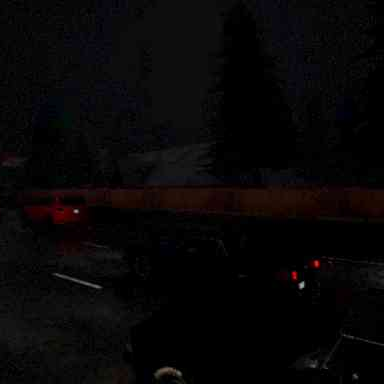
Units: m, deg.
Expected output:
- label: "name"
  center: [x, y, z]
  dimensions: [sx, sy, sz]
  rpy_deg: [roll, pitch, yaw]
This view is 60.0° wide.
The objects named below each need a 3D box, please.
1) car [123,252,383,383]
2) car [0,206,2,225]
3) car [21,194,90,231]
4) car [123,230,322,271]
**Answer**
- label: "car"
  center: [1.604, 1.605, 2.910]
  dimensions: [4.718, 1.301, 1.895]
  rpy_deg: [0, 0, 36]
- label: "car"
  center: [-13.451, 1.134, 20.330]
  dimensions: [5.566, 2.045, 2.150]
  rpy_deg: [0, 0, 45]
- label: "car"
  center: [-8.382, 1.157, 20.289]
  dimensions: [5.566, 2.045, 2.150]
  rpy_deg: [0, 0, 43]
- label: "car"
  center: [0.494, 1.592, 8.123]
  dimensions: [4.718, 1.301, 1.895]
  rpy_deg: [0, 0, 38]
